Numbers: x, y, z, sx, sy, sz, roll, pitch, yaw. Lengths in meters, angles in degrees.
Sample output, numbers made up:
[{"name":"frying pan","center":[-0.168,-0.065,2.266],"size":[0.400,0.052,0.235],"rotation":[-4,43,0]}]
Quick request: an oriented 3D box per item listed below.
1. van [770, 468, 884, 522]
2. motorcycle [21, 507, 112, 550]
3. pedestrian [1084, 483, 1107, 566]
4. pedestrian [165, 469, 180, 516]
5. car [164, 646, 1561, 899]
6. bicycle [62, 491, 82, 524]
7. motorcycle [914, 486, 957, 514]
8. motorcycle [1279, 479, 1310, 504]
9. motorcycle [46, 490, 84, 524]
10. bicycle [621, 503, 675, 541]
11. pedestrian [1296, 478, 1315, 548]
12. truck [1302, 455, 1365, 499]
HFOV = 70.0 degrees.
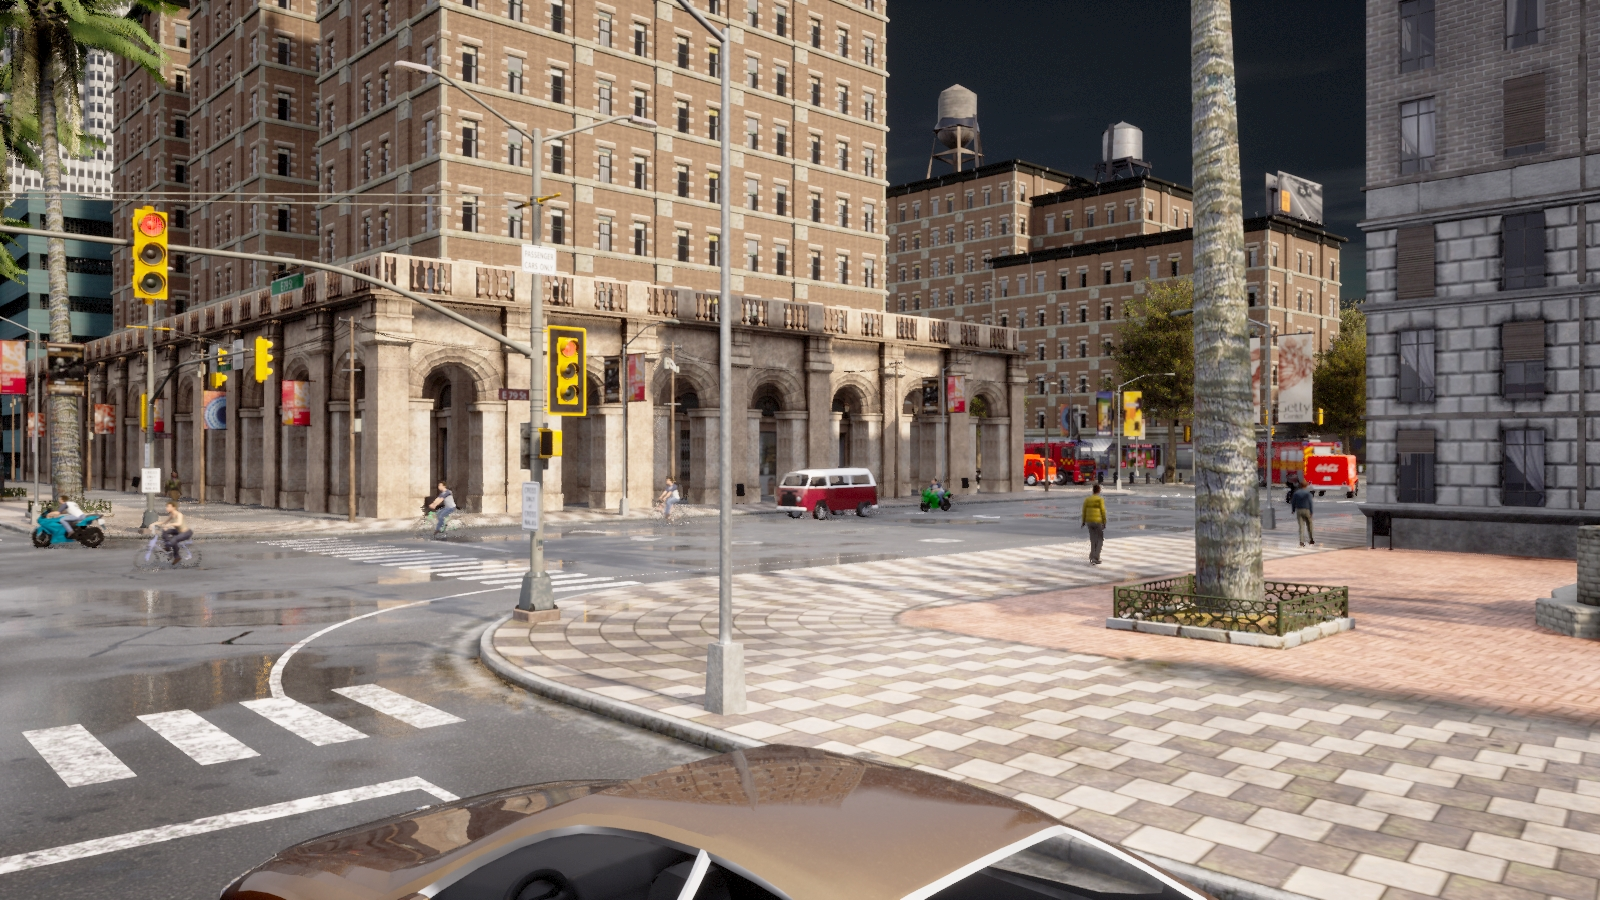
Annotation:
[{"name":"van","center":[1.142,1.781,46.608],"size":[4.480,2.038,2.069],"rotation":[0,0,-43]},{"name":"motorcycle","center":[-20.701,2.212,32.289],"size":[2.033,1.145,0.803],"rotation":[0,-1,-3]},{"name":"pedestrian","center":[6.763,1.696,26.151],"size":[0.375,1.860,0.375],"rotation":[0,0,42]},{"name":"pedestrian","center":[-24.927,1.697,45.403],"size":[0.375,1.860,0.375],"rotation":[0,0,33]},{"name":"car","center":[-0.308,1.992,4.309],"size":[5.027,1.651,2.152],"rotation":[0,0,42]},{"name":"bicycle","center":[-28.285,2.206,44.372],"size":[0.373,1.196,1.643],"rotation":[0,0,-42]},{"name":"motorcycle","center":[6.066,2.213,51.092],"size":[2.033,1.145,0.803],"rotation":[0,0,-43]},{"name":"motorcycle","center":[26.280,2.205,60.665],"size":[0.867,1.251,2.209],"rotation":[0,0,42]},{"name":"motorcycle","center":[-28.682,2.205,44.576],"size":[0.867,1.251,2.209],"rotation":[0,0,-42]},{"name":"bicycle","center":[-4.773,2.256,35.873],"size":[0.859,1.080,1.487],"rotation":[0,0,39]},{"name":"pedestrian","center":[13.714,1.696,31.011],"size":[0.375,1.860,0.375],"rotation":[0,0,42]},{"name":"truck","center":[31.805,1.561,68.015],"size":[2.627,2.467,5.204],"rotation":[0,0,34]}]
